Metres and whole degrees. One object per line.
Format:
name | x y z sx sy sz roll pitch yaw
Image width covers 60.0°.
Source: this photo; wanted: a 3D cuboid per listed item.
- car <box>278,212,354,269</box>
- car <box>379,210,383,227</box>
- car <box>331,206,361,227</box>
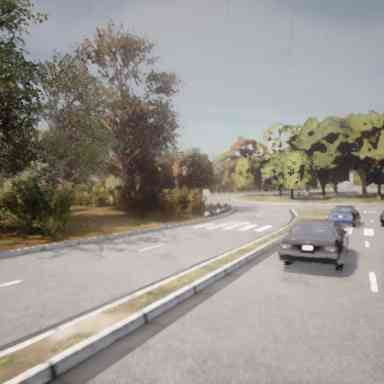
car | 4.407 1.648 11.683 2.033 1.411 5.357 0 -1 27
car | 14.701 1.811 24.037 1.895 1.301 4.718 0 0 32
car | 11.488 1.753 25.029 2.033 1.411 5.357 0 0 31
